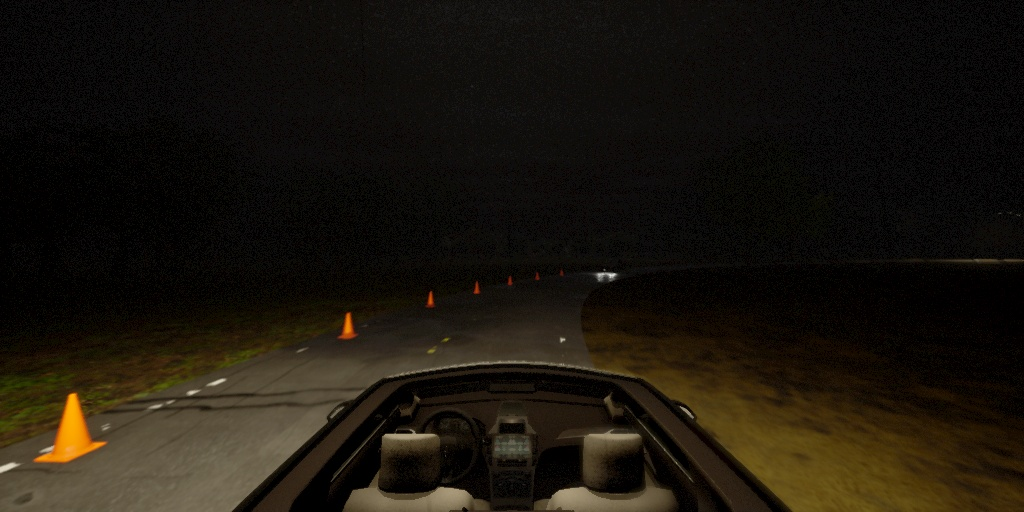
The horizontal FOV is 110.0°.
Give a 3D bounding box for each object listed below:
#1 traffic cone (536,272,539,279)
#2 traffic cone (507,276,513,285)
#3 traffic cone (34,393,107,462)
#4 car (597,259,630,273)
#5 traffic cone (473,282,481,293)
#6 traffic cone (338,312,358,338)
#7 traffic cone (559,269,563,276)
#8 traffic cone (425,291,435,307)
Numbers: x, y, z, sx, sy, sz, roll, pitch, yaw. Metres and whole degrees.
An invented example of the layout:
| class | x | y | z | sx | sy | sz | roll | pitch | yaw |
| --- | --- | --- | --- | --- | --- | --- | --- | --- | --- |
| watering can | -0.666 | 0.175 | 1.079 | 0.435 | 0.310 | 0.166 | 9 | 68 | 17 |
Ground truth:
| class | x | y | z | sx | sy | sz | roll | pitch | yaw |
| --- | --- | --- | --- | --- | --- | --- | --- | --- | --- |
| traffic cone | 2.030 | 1.569 | 28.664 | 0.340 | 0.580 | 0.340 | 0 | 0 | 27 |
| traffic cone | -0.126 | 1.615 | 23.916 | 0.340 | 0.580 | 0.340 | 0 | 0 | 22 |
| traffic cone | -4.432 | 1.683 | 3.614 | 0.340 | 0.580 | 0.340 | 0 | 0 | 2 |
| car | 11.093 | 0.998 | 38.897 | 2.033 | 1.411 | 5.357 | 0 | 1 | 37 |
| traffic cone | -1.861 | 1.649 | 19.000 | 0.340 | 0.580 | 0.340 | 0 | 0 | 17 |
| traffic cone | -4.022 | 1.683 | 8.810 | 0.340 | 0.580 | 0.340 | 0 | 0 | 7 |
| traffic cone | 4.589 | 1.512 | 33.206 | 0.340 | 0.580 | 0.340 | 0 | 0 | 32 |
| traffic cone | -3.163 | 1.672 | 13.953 | 0.340 | 0.580 | 0.340 | 0 | 0 | 12 |
